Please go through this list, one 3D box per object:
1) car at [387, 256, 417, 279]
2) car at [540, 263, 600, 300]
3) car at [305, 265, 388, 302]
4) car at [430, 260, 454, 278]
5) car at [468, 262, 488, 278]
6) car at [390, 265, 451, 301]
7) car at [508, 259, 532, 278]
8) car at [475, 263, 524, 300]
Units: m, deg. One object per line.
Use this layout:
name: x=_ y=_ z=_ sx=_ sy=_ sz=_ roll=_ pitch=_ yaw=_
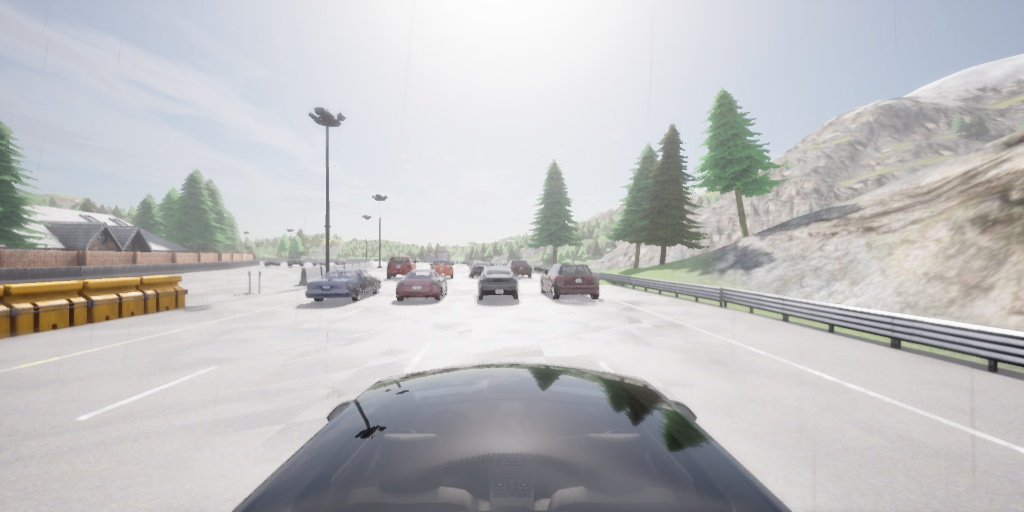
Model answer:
car: x=-9.898 y=1.005 z=32.332 sx=2.150 sy=2.045 sz=5.566 roll=0 pitch=0 yaw=-11
car: x=2.732 y=1.113 z=17.921 sx=2.097 sy=1.767 sz=4.553 roll=0 pitch=0 yaw=-5
car: x=-7.725 y=1.310 z=16.969 sx=2.033 sy=1.411 sz=5.357 roll=0 pitch=0 yaw=-5
car: x=-6.448 y=1.113 z=32.924 sx=2.097 sy=1.767 sz=4.553 roll=0 pitch=0 yaw=-11
car: x=-3.014 y=1.264 z=33.605 sx=1.837 sy=1.490 sz=4.892 roll=0 pitch=0 yaw=-11
car: x=-4.240 y=1.319 z=17.296 sx=1.994 sy=1.385 sz=4.181 roll=0 pitch=0 yaw=-5
car: x=0.430 y=1.114 z=34.227 sx=2.097 sy=1.767 sz=4.553 roll=0 pitch=0 yaw=-11
car: x=-0.755 y=1.264 z=17.623 sx=1.837 sy=1.490 sz=4.892 roll=0 pitch=0 yaw=-5
